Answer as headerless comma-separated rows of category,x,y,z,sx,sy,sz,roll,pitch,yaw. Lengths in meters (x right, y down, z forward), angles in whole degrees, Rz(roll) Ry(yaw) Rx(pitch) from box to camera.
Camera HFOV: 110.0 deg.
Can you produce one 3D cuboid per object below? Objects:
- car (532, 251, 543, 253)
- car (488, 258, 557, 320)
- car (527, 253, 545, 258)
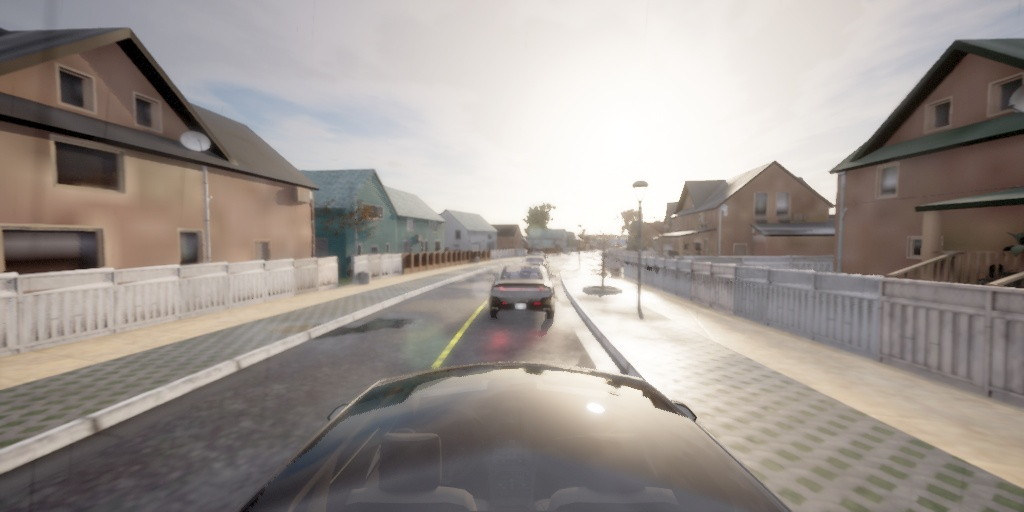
car,3.469,0.015,50.128,2.128,1.511,4.902,1,2,15
car,0.397,1.008,11.519,2.128,1.511,4.902,0,1,4
car,1.748,0.707,26.071,2.033,1.411,5.357,0,1,8
